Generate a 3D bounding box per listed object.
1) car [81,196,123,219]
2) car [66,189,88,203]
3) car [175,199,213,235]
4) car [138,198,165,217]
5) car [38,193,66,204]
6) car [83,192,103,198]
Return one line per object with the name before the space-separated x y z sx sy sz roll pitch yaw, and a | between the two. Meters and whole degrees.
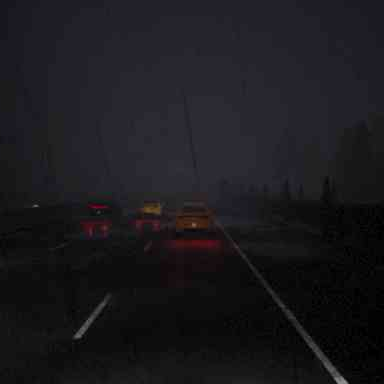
car | -6.907 1.310 26.987 2.128 1.511 4.902 0 0 0
car | -17.545 0.607 51.310 2.150 2.045 5.566 0 3 1
car | 0.096 1.359 17.877 1.882 1.535 5.008 0 0 0
car | -3.407 1.287 28.439 1.882 1.535 5.008 0 0 0
car | -21.051 0.947 49.479 1.882 1.535 5.008 0 3 0
car | -14.061 1.051 49.140 1.994 1.385 4.181 0 3 0
